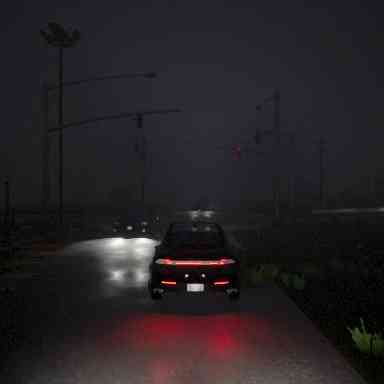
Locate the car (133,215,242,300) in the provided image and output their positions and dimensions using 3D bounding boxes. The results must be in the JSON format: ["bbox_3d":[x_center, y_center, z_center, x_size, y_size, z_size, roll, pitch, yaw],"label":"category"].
[{"bbox_3d":[0.078,1.492,8.364,2.128,1.511,4.902,0,0,0],"label":"car"}]

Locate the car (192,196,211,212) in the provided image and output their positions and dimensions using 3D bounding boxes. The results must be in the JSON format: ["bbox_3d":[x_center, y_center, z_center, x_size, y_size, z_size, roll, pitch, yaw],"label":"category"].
[{"bbox_3d":[1.142,1.491,39.248,1.812,1.442,4.674,0,0,5],"label":"car"}]

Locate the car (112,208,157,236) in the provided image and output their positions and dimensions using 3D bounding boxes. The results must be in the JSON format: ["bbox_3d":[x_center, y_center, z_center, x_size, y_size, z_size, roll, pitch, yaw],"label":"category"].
[{"bbox_3d":[-2.958,1.564,18.197,1.994,1.385,4.181,0,0,3],"label":"car"}]

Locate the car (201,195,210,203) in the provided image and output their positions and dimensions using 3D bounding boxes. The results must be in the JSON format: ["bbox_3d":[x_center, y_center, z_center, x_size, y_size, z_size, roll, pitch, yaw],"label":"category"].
[{"bbox_3d":[2.838,1.442,69.185,1.882,1.535,5.008,0,0,3],"label":"car"}]
